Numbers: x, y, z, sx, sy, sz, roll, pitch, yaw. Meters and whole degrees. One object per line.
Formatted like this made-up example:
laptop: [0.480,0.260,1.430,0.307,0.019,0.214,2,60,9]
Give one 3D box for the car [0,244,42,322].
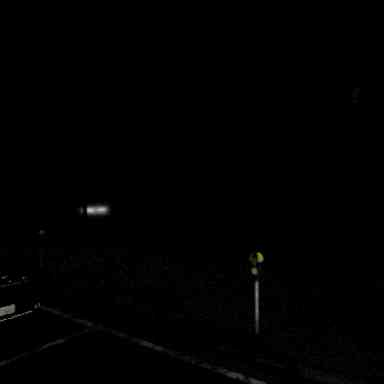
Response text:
car: [-4.637,1.614,6.422,4.403,1.369,2.008,-1,0,36]
